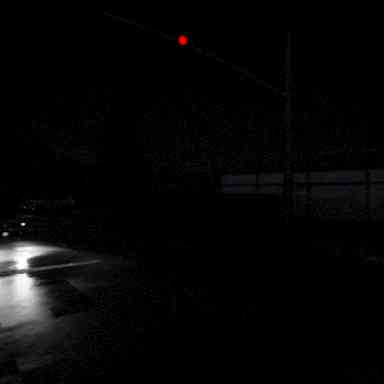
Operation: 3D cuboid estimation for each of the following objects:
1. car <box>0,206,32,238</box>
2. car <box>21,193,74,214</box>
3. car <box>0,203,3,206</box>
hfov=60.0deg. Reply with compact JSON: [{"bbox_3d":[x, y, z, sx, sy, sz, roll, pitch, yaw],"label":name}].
[{"bbox_3d":[-9.722,1.593,16.795,1.895,1.301,4.718,0,0,-37],"label":"car"},{"bbox_3d":[-15.237,1.183,35.466,2.150,2.045,5.566,0,0,31],"label":"car"},{"bbox_3d":[-15.211,1.468,25.029,1.882,1.535,5.008,0,0,-26],"label":"car"}]
